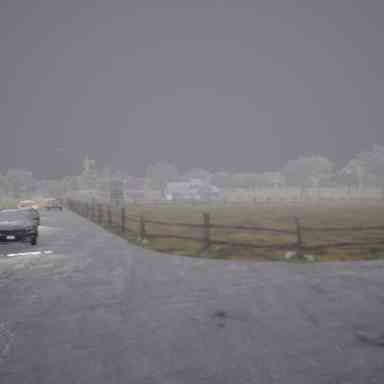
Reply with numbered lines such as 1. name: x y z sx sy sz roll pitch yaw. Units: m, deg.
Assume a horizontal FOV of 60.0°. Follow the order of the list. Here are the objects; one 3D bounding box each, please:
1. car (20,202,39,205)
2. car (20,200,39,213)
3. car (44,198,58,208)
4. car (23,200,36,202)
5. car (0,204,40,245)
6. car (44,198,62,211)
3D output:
1. car: -12.493 1.709 24.683 1.994 1.385 4.181 -1 0 -25
2. car: -21.099 1.801 43.424 2.033 1.411 5.357 -1 0 -24
3. car: -23.358 1.770 55.006 1.882 1.535 5.008 -1 0 -25
4. car: -16.849 1.677 34.169 1.882 1.535 5.008 -1 0 -24
5. car: -8.331 1.571 15.683 1.882 1.535 5.008 -1 0 -25
6. car: -18.787 1.780 45.366 2.033 1.411 5.357 -1 0 -24
